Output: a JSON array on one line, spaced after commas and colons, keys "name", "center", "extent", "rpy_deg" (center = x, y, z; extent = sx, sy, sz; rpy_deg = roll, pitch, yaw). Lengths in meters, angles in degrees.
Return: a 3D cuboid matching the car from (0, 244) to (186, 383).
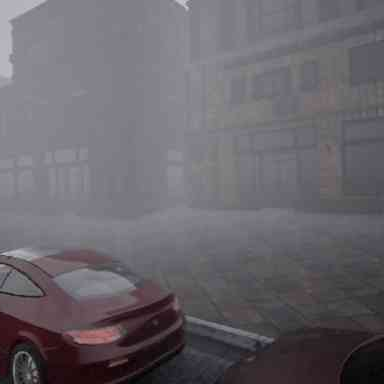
[{"name": "car", "center": [-2.243, 1.522, 4.881], "extent": [4.674, 1.452, 2.002], "rpy_deg": [0, 0, 35]}]
